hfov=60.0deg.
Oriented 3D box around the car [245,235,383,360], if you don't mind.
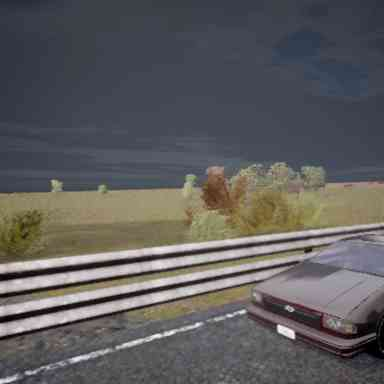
[{"bbox_3d":[3.474,1.551,6.153,5.357,1.411,2.033,0,0,-35],"label":"car"}]
